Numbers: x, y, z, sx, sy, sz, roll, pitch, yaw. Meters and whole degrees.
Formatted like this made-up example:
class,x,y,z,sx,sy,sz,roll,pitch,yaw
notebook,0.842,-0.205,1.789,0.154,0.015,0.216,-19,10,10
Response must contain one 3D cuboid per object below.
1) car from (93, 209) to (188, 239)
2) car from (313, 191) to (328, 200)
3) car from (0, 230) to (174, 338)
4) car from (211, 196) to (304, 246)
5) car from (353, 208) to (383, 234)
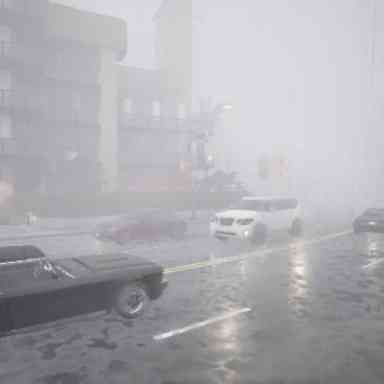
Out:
class,x,y,z,sx,sy,sz,roll,pitch,yaw
car,-2.226,1.513,15.427,4.674,1.442,1.812,0,0,-42
car,34.339,1.210,86.109,2.185,1.767,4.553,0,0,-24
car,-2.791,1.595,5.667,4.718,1.301,1.895,0,0,-36
car,3.294,1.212,15.804,2.150,2.045,5.566,0,0,44
car,10.365,1.556,18.295,1.994,1.385,4.181,0,0,40
